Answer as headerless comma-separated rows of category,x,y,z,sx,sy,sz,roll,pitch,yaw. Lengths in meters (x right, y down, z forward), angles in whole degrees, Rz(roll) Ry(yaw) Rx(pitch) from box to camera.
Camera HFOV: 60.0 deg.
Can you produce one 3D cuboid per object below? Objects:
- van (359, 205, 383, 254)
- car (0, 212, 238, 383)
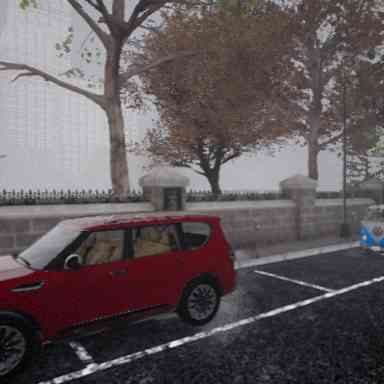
van,7.694,1.321,12.053,3.998,1.788,1.690,0,0,-36
car,-1.471,1.312,5.511,5.009,1.841,2.192,0,0,-36
